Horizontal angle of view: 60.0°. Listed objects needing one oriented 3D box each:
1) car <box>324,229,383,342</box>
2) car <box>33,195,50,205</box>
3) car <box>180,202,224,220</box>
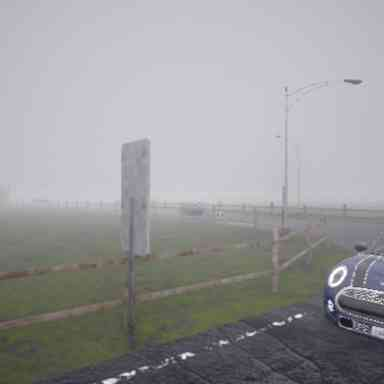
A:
[{"bbox_3d":[4.319,1.385,6.137,4.553,1.767,2.097,0,-1,-42],"label":"car"},{"bbox_3d":[-31.720,1.605,69.865,2.150,2.045,5.566,1,0,-40],"label":"car"},{"bbox_3d":[0.864,1.691,30.488,2.128,1.511,4.902,1,-1,-40],"label":"car"}]
